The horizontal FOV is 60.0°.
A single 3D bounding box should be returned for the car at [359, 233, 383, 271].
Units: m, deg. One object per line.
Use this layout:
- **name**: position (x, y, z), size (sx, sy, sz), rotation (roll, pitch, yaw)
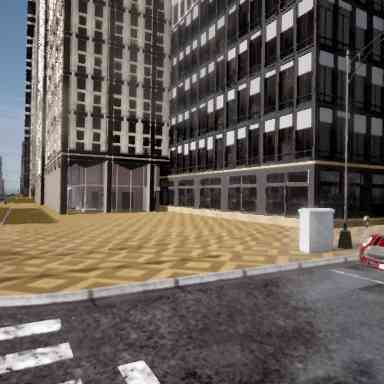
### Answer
- **car**: position (6.809, 1.440, 9.642), size (4.097, 1.590, 1.967), rotation (0, 1, -28)
